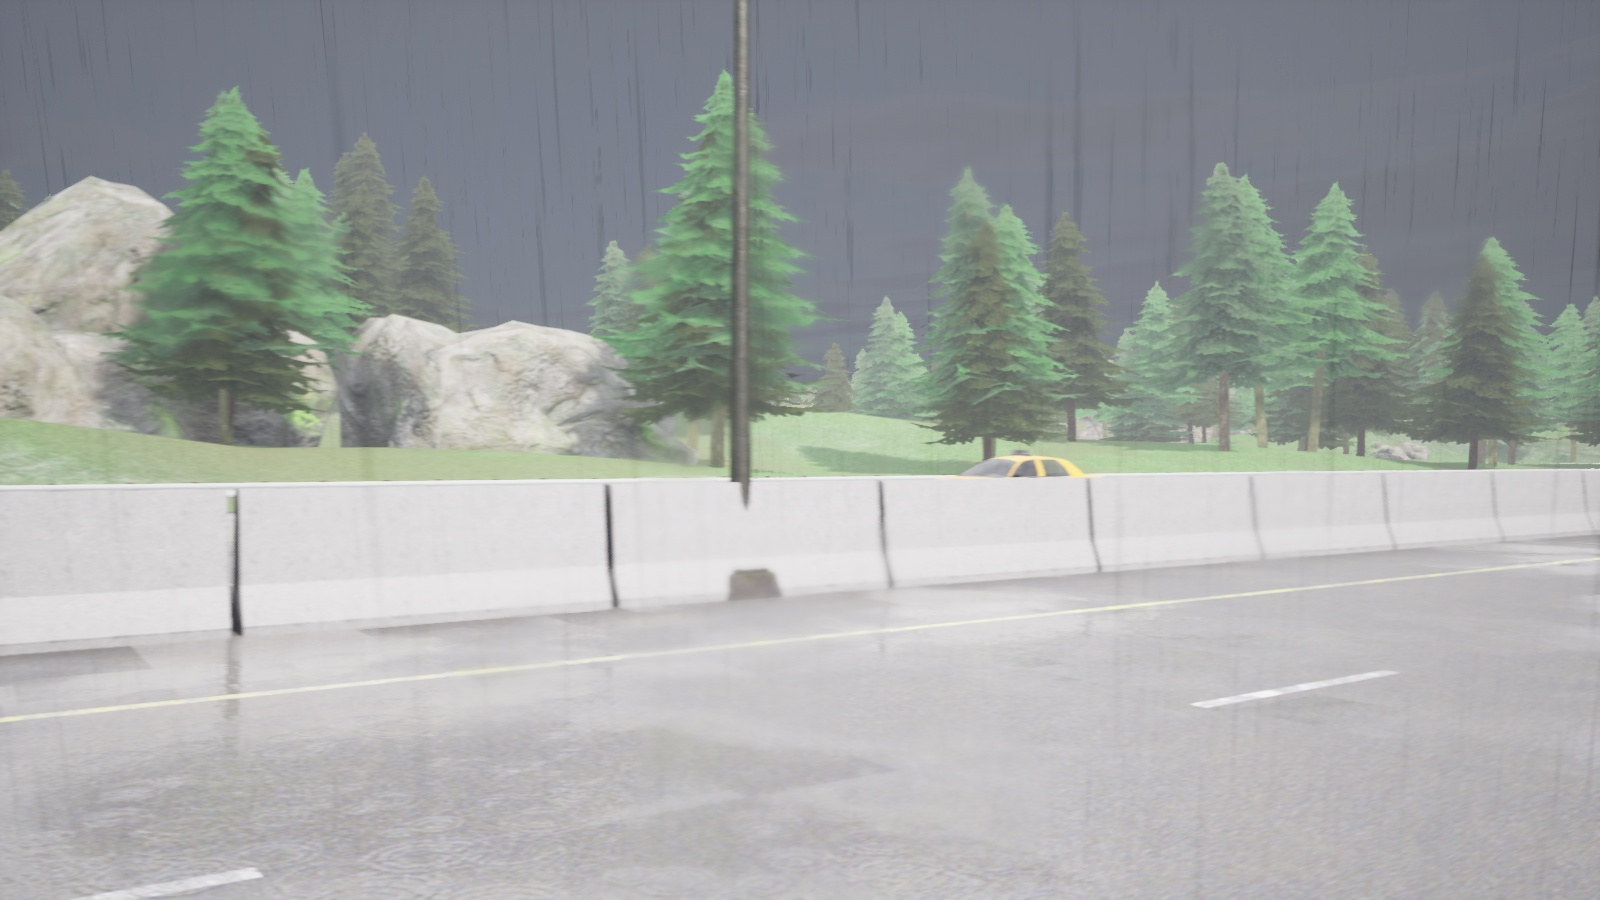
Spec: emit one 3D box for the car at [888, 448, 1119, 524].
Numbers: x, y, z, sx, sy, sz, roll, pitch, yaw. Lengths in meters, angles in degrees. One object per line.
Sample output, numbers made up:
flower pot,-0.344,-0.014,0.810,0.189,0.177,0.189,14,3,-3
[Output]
car,4.650,0.744,28.217,5.366,1.575,1.801,0,0,-35
